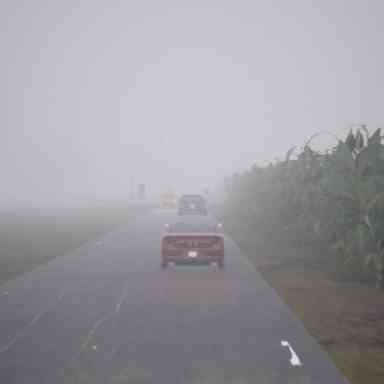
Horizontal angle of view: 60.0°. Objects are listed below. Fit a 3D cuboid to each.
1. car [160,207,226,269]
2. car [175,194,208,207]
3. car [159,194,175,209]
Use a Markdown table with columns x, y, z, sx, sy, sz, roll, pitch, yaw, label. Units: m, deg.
| x | y | z | sx | sy | sz | roll | pitch | yaw | label |
| --- | --- | --- | --- | --- | --- | --- | --- | --- | --- |
| 0.041 | 1.498 | 11.314 | 1.882 | 1.535 | 5.008 | 0 | 0 | 0 | car |
| 0.047 | 1.165 | 26.370 | 2.150 | 2.045 | 5.566 | 0 | 1 | 0 | car |
| -2.775 | 1.075 | 40.337 | 2.097 | 1.767 | 4.553 | 0 | 1 | 1 | car |
